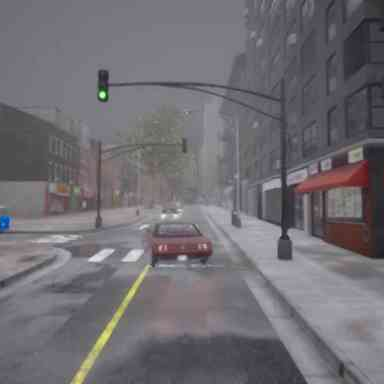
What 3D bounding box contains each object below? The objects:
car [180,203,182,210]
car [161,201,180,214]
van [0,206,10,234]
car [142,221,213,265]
[{"bbox_3d":[-2.810,2.351,58.332,1.812,1.442,4.674,0,-1,0],"label":"car"},{"bbox_3d":[-2.846,2.029,42.919,1.837,1.490,4.892,0,-1,0],"label":"car"},{"bbox_3d":[-12.927,1.673,19.605,3.998,1.788,1.690,0,-3,0],"label":"van"},{"bbox_3d":[-0.725,1.700,12.087,1.895,1.301,4.718,0,-1,-12],"label":"car"}]
